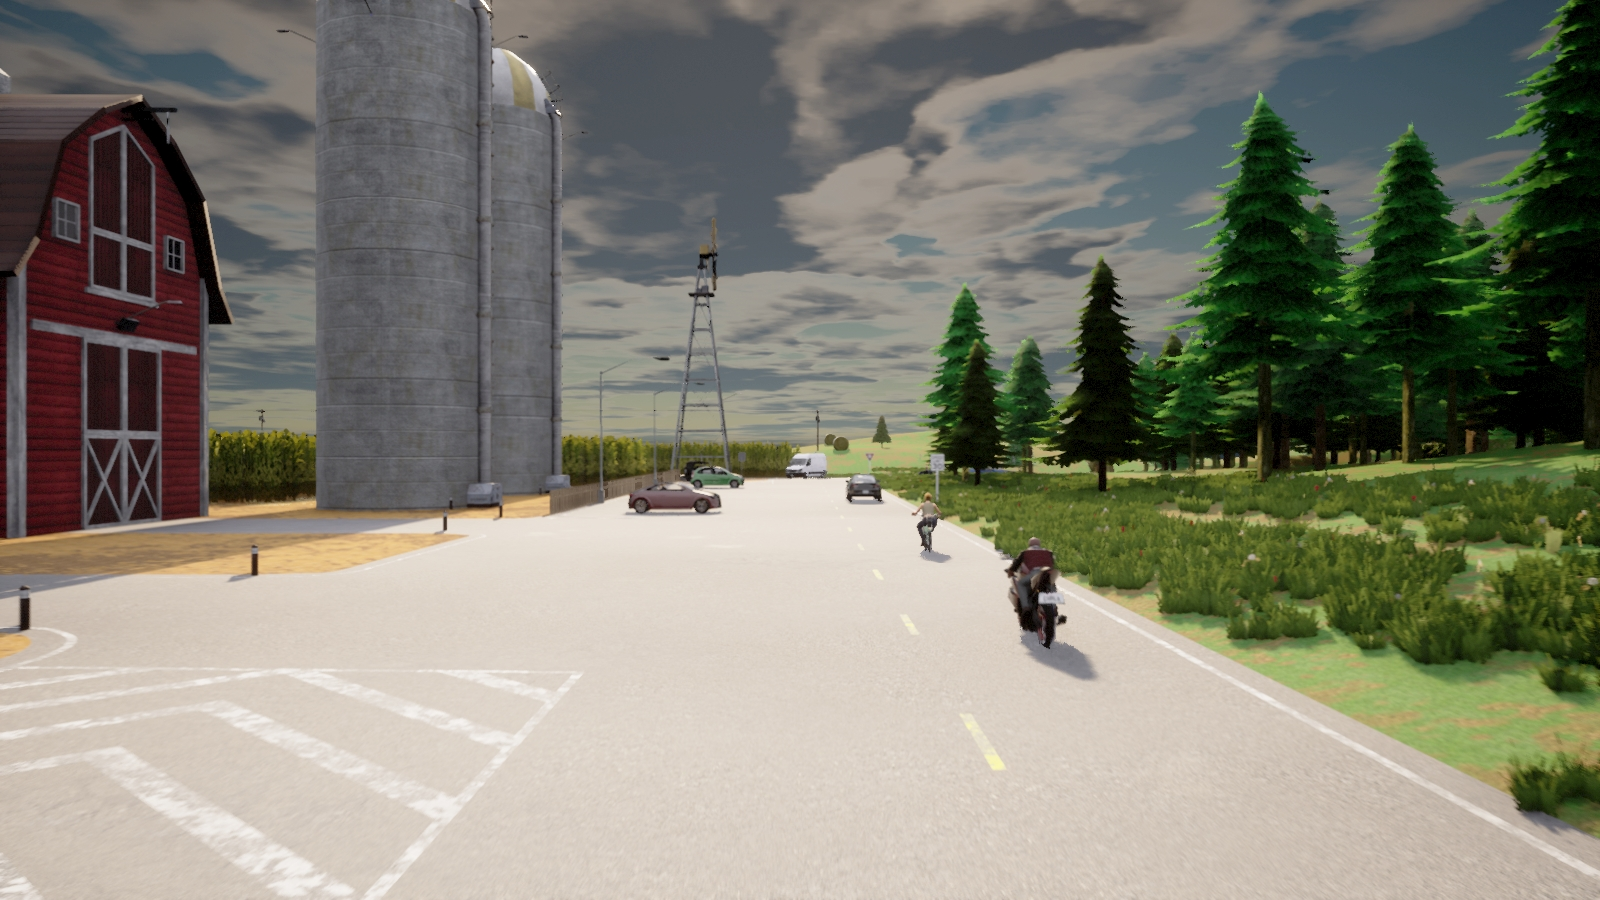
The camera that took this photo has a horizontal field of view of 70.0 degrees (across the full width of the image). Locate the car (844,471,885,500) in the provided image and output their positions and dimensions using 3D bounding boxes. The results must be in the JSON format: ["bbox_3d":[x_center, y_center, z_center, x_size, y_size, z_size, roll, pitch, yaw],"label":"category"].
[{"bbox_3d":[3.503,1.923,63.198,2.002,1.442,4.674,0,0,0],"label":"car"}]

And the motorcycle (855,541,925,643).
[{"bbox_3d":[1.304,2.060,16.972,0.867,1.251,2.209,0,0,0],"label":"motorcycle"}]
